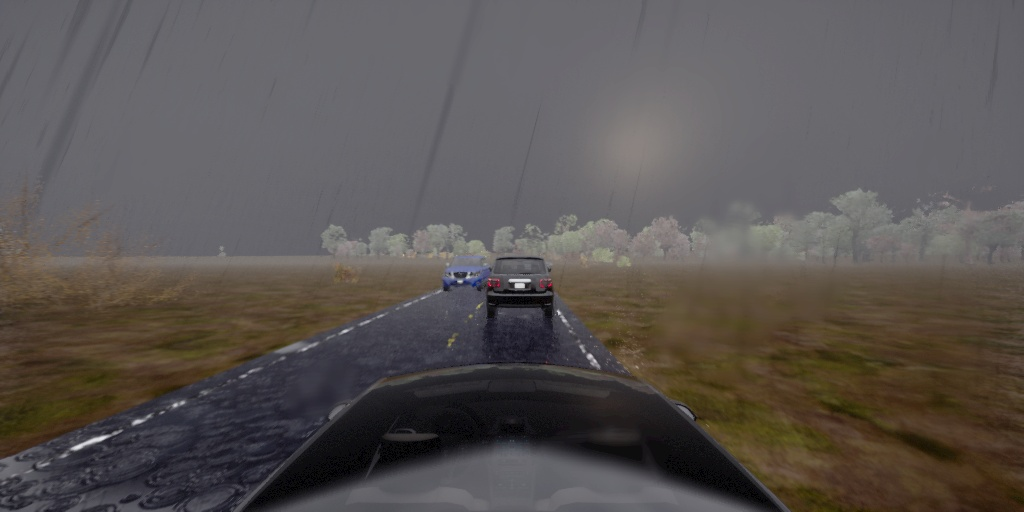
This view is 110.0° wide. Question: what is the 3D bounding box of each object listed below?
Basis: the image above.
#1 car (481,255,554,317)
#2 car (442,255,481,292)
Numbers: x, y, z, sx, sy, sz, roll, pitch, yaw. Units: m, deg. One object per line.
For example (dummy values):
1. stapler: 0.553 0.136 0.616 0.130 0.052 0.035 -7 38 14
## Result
1. car: 0.305 0.972 13.272 2.150 2.045 5.566 0 0 2
2. car: -2.574 0.967 21.456 2.150 2.045 5.566 0 0 3
